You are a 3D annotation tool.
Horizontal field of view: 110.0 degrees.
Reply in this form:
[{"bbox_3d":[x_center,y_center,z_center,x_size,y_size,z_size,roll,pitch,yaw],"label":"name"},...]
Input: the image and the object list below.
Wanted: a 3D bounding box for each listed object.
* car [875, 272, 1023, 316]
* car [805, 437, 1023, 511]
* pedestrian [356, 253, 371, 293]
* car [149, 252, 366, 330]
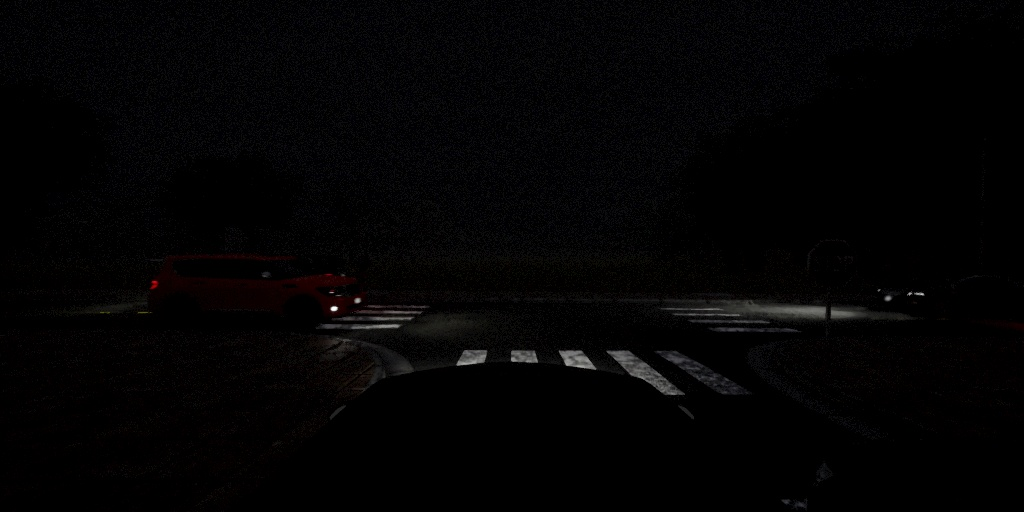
[{"bbox_3d":[16.834,1.379,13.699,4.902,1.511,2.128,1,1,0],"label":"car"},{"bbox_3d":[2.639,1.301,0.391,2.007,1.370,4.403,0,0,0],"label":"car"},{"bbox_3d":[-6.895,0.757,16.561,0.375,1.860,0.375,0,1,0],"label":"pedestrian"},{"bbox_3d":[-7.386,0.963,10.704,5.566,2.045,2.150,0,1,0],"label":"car"}]
